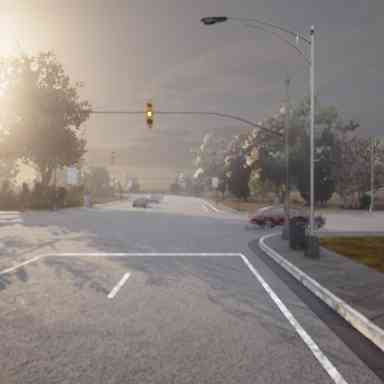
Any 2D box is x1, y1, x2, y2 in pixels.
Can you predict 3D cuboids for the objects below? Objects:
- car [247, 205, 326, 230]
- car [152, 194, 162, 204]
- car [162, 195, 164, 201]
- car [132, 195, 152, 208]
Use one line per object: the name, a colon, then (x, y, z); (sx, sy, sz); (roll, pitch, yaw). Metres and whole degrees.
car: (5.738, 1.499, 20.342); (4.674, 1.442, 1.812); (0, 0, -3)
car: (-7.112, 1.381, 61.922); (1.837, 1.490, 4.892); (0, 0, 0)
car: (-7.605, 1.230, 77.288); (1.882, 1.535, 5.008); (0, 0, -3)
car: (-7.060, 1.436, 46.008); (1.837, 1.490, 4.892); (0, 1, 0)
